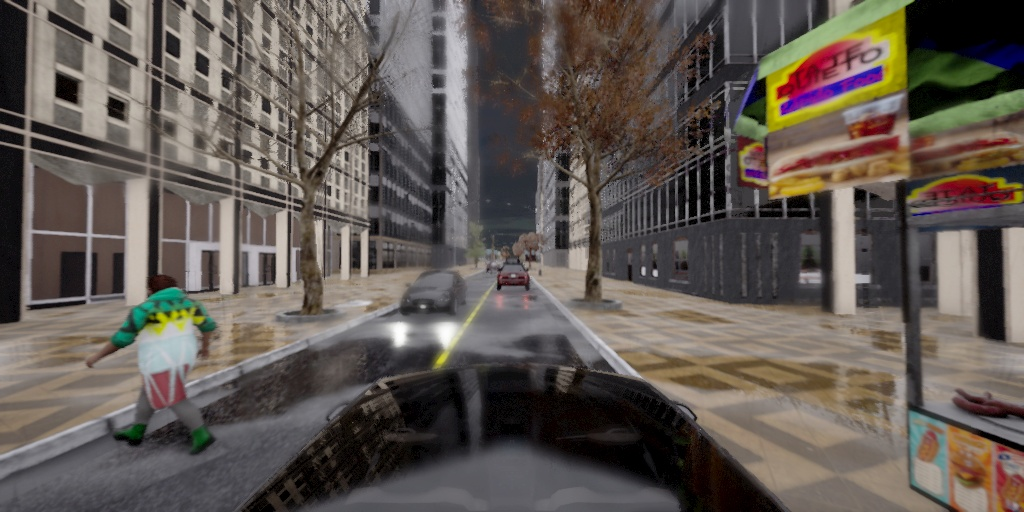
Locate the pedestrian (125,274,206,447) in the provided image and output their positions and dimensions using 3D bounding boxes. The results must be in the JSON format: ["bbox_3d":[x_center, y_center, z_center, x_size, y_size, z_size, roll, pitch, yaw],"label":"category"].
[{"bbox_3d":[-3.561,1.058,3.704,0.375,1.860,0.375,1,-1,0],"label":"pedestrian"}]

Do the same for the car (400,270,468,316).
[{"bbox_3d":[-2.847,1.332,13.894,1.837,1.490,4.892,0,1,0],"label":"car"}]

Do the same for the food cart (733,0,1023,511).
[{"bbox_3d":[3.010,0.212,1.125,2.280,3.560,4.660,0,0,0],"label":"food cart"}]

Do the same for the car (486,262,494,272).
[{"bbox_3d":[-2.821,1.626,53.471,1.812,1.442,4.674,0,-1,0],"label":"car"}]

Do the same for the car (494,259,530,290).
[{"bbox_3d":[0.093,1.256,24.403,2.097,1.767,4.553,0,0,0],"label":"car"}]
